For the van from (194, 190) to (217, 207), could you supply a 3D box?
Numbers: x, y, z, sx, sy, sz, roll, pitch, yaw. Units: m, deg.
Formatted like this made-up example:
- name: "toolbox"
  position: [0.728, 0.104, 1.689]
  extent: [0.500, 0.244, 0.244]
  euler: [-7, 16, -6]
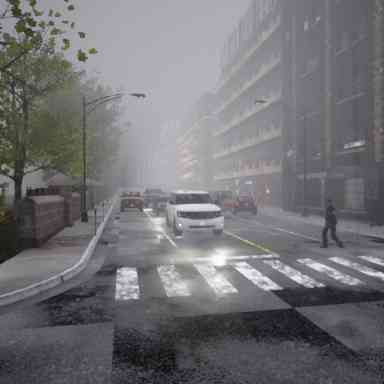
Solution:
- name: "van"
  position: [1.493, 0.658, 37.794]
  extent: [1.690, 1.788, 3.998]
  euler: [1, 1, -12]

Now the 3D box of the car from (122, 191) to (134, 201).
- name: "car"
  position: [-10.044, 0.602, 52.154]
  extent: [1.752, 1.417, 4.829]
  euler: [1, 1, -12]

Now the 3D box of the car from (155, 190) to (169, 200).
- name: "car"
  position: [-5.095, 0.495, 56.241]
  extent: [1.837, 1.490, 4.892]
  euler: [0, 1, -12]

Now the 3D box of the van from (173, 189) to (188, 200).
- name: "van"
  position: [-1.870, 0.366, 54.018]
  extent: [1.690, 1.788, 3.998]
  euler: [1, 1, -12]

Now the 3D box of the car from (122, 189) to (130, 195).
- name: "car"
  position: [-17.926, -0.044, 90.174]
  extent: [1.947, 1.339, 4.313]
  euler: [1, 1, -12]

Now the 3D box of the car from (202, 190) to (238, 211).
- name: "car"
  position: [2.614, 0.730, 32.386]
  extent: [2.192, 1.841, 5.009]
  euler: [1, 1, -12]

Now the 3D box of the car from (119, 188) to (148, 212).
- name: "car"
  position: [-5.590, 0.779, 30.687]
  extent: [2.192, 1.841, 5.009]
  euler: [1, 1, -12]

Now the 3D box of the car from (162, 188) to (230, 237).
- name: "car"
  position: [-0.042, 0.930, 16.766]
  extent: [2.150, 2.045, 5.566]
  euler: [0, 1, -10]

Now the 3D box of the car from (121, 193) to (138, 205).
- name: "car"
  position: [-7.837, 0.834, 41.506]
  extent: [1.947, 1.339, 4.313]
  euler: [1, 1, -12]

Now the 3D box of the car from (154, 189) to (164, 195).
- name: "car"
  position: [-8.600, 0.005, 86.466]
  extent: [1.947, 1.339, 4.313]
  euler: [1, 1, -12]

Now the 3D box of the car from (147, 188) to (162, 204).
- name: "car"
  position: [-4.282, 0.563, 37.114]
  extent: [2.150, 2.045, 5.566]
  euler: [0, 1, -11]

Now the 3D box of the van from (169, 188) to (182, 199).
- name: "van"
  position: [-2.991, 0.268, 59.425]
  extent: [1.690, 1.788, 3.998]
  euler: [1, 1, -12]

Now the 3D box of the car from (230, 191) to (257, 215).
- name: "car"
  position: [3.734, 0.952, 26.981]
  extent: [1.967, 1.590, 4.097]
  euler: [1, 1, -12]

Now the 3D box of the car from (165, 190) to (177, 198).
- name: "car"
  position: [-4.149, 0.352, 65.001]
  extent: [1.752, 1.417, 4.829]
  euler: [1, 1, -12]

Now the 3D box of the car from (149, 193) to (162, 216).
- name: "car"
  position: [-2.137, 1.055, 26.714]
  extent: [1.812, 1.442, 4.674]
  euler: [0, 1, -12]

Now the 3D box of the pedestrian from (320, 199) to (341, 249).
- name: "pedestrian"
  position: [4.930, 1.083, 11.828]
  extent: [0.375, 1.860, 0.375]
  euler: [1, 0, -12]

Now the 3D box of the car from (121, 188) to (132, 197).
- name: "car"
  position: [-14.559, -0.002, 73.948]
  extent: [2.192, 1.841, 5.009]
  euler: [1, 1, -12]

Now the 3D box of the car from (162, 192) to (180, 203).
- name: "car"
  position: [-3.038, 0.765, 46.593]
  extent: [1.895, 1.301, 4.718]
  euler: [0, 1, -11]
